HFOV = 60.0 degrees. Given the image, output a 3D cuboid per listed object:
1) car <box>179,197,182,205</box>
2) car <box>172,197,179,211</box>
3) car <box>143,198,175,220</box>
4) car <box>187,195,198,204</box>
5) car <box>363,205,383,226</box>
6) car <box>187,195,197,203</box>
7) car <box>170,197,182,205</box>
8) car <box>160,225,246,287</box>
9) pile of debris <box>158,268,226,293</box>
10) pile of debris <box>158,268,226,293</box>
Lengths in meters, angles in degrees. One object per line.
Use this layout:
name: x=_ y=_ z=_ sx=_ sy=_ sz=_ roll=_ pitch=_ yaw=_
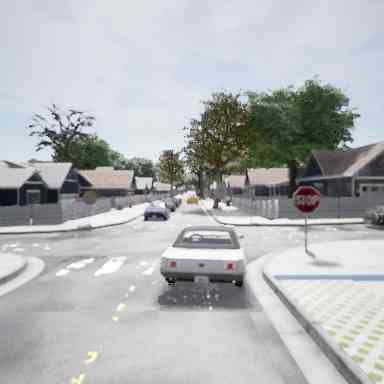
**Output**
car: x=-2.841 y=1.543 z=47.944 sx=1.895 sy=1.301 sz=4.718 roll=0 pitch=0 yaw=0
car: x=-2.847 y=1.480 z=37.872 sx=1.812 sy=1.442 sz=4.674 roll=0 pitch=0 yaw=0
car: x=-2.850 y=1.516 z=27.847 sx=2.033 sy=1.411 sz=5.357 roll=0 pitch=0 yaw=0
car: x=0.096 y=1.409 z=60.424 sx=1.882 sy=1.535 sz=5.008 roll=0 pitch=0 yaw=0
car: x=11.585 y=0.965 z=17.632 sx=4.553 sy=1.767 sz=2.097 roll=-2 pitch=0 yaw=0
car: x=-0.001 y=1.451 z=70.383 sx=2.128 sy=1.511 sz=4.902 roll=0 pitch=0 yaw=0
car: x=-2.800 y=1.534 z=58.177 sx=1.895 sy=1.301 sz=4.718 roll=0 pitch=0 yaw=1
car: x=0.516 y=1.589 z=9.326 sx=1.895 sy=1.301 sz=4.718 roll=0 pitch=0 yaw=8
pile of debris: x=0.000 y=2.170 z=8.302 sx=1.500 sy=0.140 sz=1.860 roll=0 pitch=0 yaw=0
pile of debris: x=0.000 y=2.170 z=8.302 sx=1.500 sy=0.140 sz=1.860 roll=0 pitch=0 yaw=0
